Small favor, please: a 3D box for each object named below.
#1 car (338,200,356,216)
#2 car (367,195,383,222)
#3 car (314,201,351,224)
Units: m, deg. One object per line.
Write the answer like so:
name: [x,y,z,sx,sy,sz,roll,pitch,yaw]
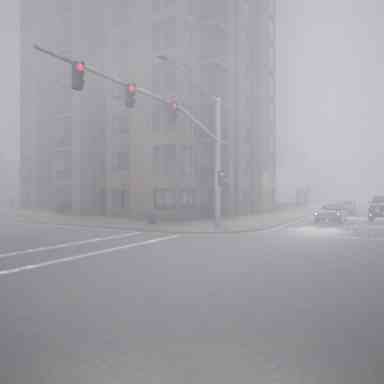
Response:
car: [15.261,1.547,33.212,1.837,1.490,4.892,0,0,30]
car: [15.378,1.254,26.452,2.150,2.045,5.566,0,0,31]
car: [10.554,1.634,25.173,1.895,1.301,4.718,0,0,31]
